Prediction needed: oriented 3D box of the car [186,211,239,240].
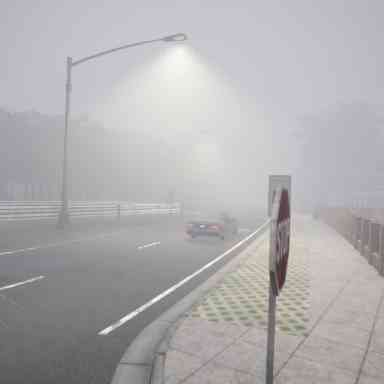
[{"bbox_3d":[1.296,1.762,18.448,2.033,1.411,5.357,2,0,18],"label":"car"}]
